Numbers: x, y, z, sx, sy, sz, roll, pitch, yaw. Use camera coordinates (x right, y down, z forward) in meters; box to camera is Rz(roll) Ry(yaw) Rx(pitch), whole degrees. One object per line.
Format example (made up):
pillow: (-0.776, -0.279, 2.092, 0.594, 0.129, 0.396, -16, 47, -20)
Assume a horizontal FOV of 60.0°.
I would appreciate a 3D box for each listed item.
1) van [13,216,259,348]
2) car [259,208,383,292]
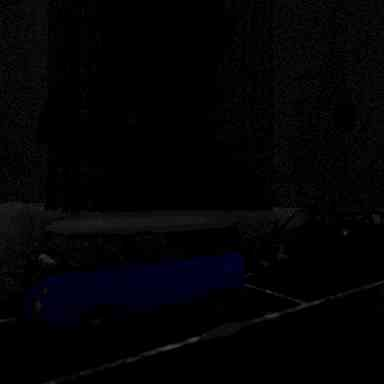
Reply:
van: (-0.854, 1.366, 6.038, 3.998, 1.788, 1.690, 1, 0, -35)
car: (3.769, 1.393, 9.333, 5.009, 1.841, 2.192, 1, 0, -35)
